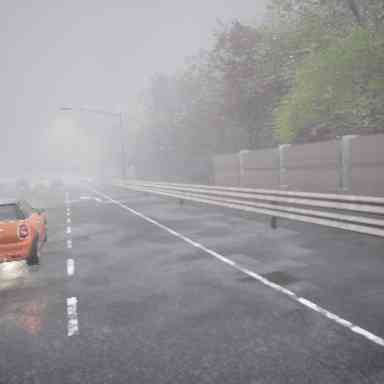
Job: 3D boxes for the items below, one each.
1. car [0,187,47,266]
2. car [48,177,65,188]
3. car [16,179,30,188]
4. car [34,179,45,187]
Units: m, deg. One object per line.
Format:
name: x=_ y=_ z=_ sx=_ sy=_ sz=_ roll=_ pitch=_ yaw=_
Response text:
car: x=-5.446 y=0.953 z=9.544 sx=2.097 sy=1.767 sz=4.553 roll=-4 pitch=4 yaw=-20
car: x=-26.489 y=-1.701 z=65.148 sx=2.097 sy=1.767 sz=4.553 roll=-4 pitch=4 yaw=-20
car: x=-36.532 y=-1.782 z=71.931 sx=2.150 sy=2.045 sz=5.566 roll=-4 pitch=4 yaw=-20
car: x=-31.848 y=-1.598 z=69.466 sx=1.882 sy=1.535 sz=5.008 roll=-4 pitch=4 yaw=-20
